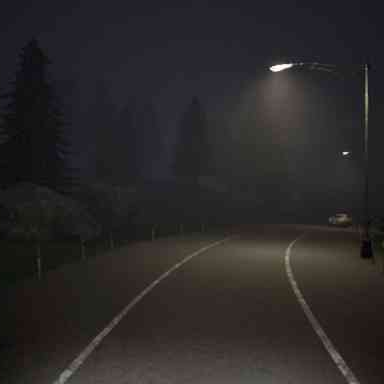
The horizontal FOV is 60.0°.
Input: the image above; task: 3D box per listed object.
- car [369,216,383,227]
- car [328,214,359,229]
[{"bbox_3d":[24.125,3.784,42.094,4.902,1.511,2.128,5,-2,-33],"label":"car"},{"bbox_3d":[16.370,3.145,35.871,4.674,1.442,1.812,5,-3,-43],"label":"car"}]
